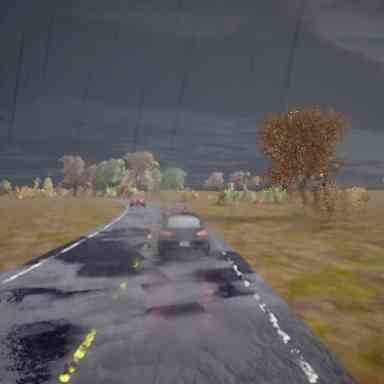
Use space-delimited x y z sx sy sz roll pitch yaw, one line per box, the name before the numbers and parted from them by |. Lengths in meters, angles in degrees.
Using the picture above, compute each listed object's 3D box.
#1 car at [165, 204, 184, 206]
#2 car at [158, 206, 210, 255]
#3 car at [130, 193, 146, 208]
car | -1.415 1.577 26.418 1.895 1.301 4.718 0 0 -6
car | -0.351 1.511 13.056 1.812 1.442 4.674 0 0 -3
car | -8.030 1.193 49.384 2.150 2.045 5.566 0 0 -11
